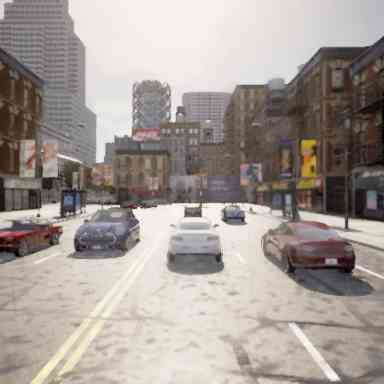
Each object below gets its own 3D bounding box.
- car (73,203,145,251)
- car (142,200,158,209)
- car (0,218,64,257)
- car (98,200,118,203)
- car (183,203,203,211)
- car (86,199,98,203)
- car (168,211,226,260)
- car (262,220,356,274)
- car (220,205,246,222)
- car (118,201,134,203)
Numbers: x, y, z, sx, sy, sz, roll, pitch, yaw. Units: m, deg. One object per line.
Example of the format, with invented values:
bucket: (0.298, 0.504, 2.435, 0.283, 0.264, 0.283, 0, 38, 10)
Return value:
car: (-3.595, 1.529, 14.834, 2.097, 1.767, 4.553, 0, -1, 0)
car: (-7.475, 2.186, 57.476, 1.837, 1.490, 4.892, 1, -1, -26)
car: (-7.096, 1.766, 13.779, 1.895, 1.301, 4.718, 0, -1, 0)
car: (-20.429, 2.583, 83.415, 4.718, 1.301, 1.895, 0, -1, 30)
car: (0.110, 1.911, 35.418, 2.128, 1.511, 4.902, 0, -1, 0)
car: (-25.732, 2.534, 85.588, 4.674, 1.452, 2.002, 0, -1, 20)
car: (0.096, 1.680, 12.934, 1.812, 1.442, 4.674, 0, -1, 0)
car: (3.592, 1.656, 10.887, 1.812, 1.442, 4.674, 0, -1, 0)
car: (3.609, 1.903, 29.982, 2.033, 1.411, 5.357, 0, -1, 0)
car: (-10.514, 2.263, 55.917, 1.895, 1.301, 4.718, 0, -1, -27)
